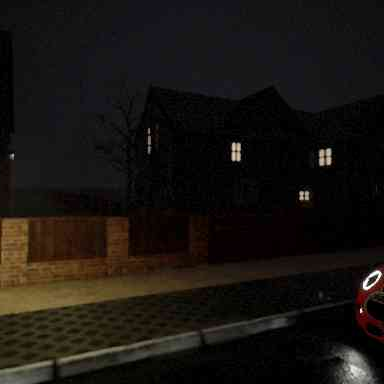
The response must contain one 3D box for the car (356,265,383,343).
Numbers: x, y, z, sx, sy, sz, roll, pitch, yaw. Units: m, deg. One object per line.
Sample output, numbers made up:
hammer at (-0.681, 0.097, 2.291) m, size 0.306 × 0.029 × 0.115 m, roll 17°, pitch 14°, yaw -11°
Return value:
car at (4.780, 1.372, 5.204) m, size 4.553 × 1.767 × 2.097 m, roll 1°, pitch 0°, yaw -26°
